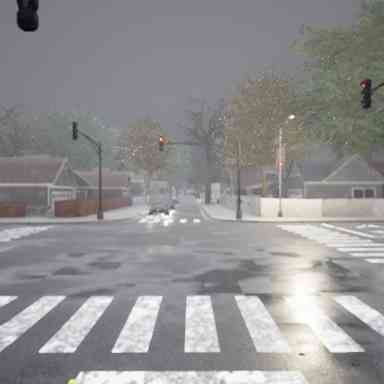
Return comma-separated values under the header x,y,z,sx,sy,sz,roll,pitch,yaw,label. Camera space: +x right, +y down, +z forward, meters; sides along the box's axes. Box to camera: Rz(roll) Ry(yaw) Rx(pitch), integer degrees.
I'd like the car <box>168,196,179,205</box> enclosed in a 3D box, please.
x,y,z,sx,sy,sz,roll,pitch,yaw,label
-3.378,1.569,61.626,1.812,1.442,4.674,0,0,0,car

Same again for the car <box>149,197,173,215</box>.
x,y,z,sx,sy,sz,roll,pitch,yaw,label
-3.238,1.520,34.045,1.837,1.490,4.892,0,0,0,car

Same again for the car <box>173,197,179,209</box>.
x,y,z,sx,sy,sz,roll,pitch,yaw,label
-3.307,1.516,44.630,2.128,1.511,4.902,0,0,0,car
